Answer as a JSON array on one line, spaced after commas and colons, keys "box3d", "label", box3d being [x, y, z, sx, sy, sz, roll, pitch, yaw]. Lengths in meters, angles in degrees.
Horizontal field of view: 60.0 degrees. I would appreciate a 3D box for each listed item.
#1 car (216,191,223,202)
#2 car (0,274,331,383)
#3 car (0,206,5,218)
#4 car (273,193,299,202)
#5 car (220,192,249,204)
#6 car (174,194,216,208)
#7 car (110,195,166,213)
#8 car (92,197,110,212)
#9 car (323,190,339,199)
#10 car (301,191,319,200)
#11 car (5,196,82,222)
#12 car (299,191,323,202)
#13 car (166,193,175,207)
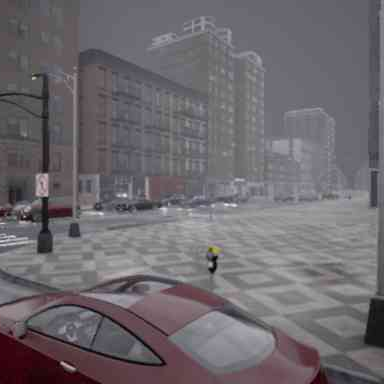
[{"box3d": [3.219, 0.678, 47.594, 2.097, 1.767, 4.553, 1, 1, 36], "label": "car"}, {"box3d": [-0.762, 1.576, 3.504, 4.206, 1.307, 1.802, 0, 0, 36], "label": "car"}, {"box3d": [-12.744, 1.304, 25.444, 1.895, 1.301, 4.718, 1, 1, 36], "label": "car"}, {"box3d": [14.330, 0.793, 51.633, 2.033, 1.411, 5.357, 0, 1, 35], "label": "car"}, {"box3d": [6.217, 0.905, 46.182, 1.994, 1.385, 4.181, 1, 1, 36], "label": "car"}, {"box3d": [0.393, 1.001, 38.140, 1.812, 1.442, 4.674, 1, 1, 36], "label": "car"}, {"box3d": [-4.915, 1.202, 30.764, 1.895, 1.301, 4.718, 1, 1, 36], "label": "car"}, {"box3d": [-7.637, 1.143, 32.576, 1.994, 1.385, 4.181, 0, 1, 34], "label": "car"}, {"box3d": [25.918, 0.421, 62.167, 2.097, 1.767, 4.553, 1, 1, 36], "label": "car"}, {"box3d": [22.179, 0.575, 62.537, 1.837, 1.490, 4.892, 1, 1, 36], "label": "car"}, {"box3d": [-10.161, 1.080, 23.467, 2.097, 1.767, 4.553, 1, 1, 36], "label": "car"}, {"box3d": [17.889, 0.795, 51.024, 2.033, 1.411, 5.357, 1, 1, 35], "label": "car"}, {"box3d": [-2.474, 0.962, 39.717, 1.837, 1.490, 4.892, 1, 1, 36], "label": "car"}]
